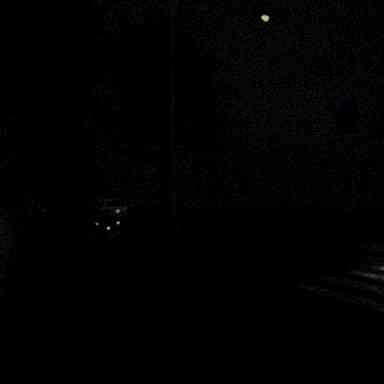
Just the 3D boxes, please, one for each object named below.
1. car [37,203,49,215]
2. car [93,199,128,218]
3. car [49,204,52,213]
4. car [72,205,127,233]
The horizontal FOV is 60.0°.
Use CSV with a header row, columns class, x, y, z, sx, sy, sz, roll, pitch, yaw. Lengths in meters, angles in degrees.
class,x,y,z,sx,sy,sz,roll,pitch,yaw
car,-19.669,2.247,41.527,1.882,1.535,5.008,0,-1,-34
car,-7.474,1.643,28.865,2.150,2.045,5.566,0,-1,-35
car,-22.971,2.481,51.355,1.837,1.490,4.892,0,-2,-35
car,-6.565,1.860,22.350,2.033,1.411,5.357,0,-1,-35
